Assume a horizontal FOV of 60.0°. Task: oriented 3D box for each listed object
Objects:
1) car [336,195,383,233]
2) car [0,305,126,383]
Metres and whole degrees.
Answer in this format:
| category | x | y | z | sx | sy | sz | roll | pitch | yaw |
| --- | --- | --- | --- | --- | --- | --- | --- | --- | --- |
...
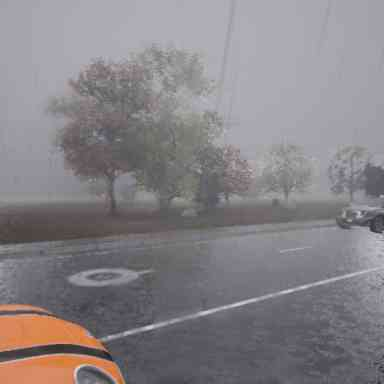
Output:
| category | x | y | z | sx | sy | sz | roll | pitch | yaw |
| --- | --- | --- | --- | --- | --- | --- | --- | --- | --- |
| car | 11.014 | 1.213 | 19.722 | 5.566 | 2.045 | 2.150 | 0 | 0 | -32 |
| car | -2.618 | 1.350 | 1.863 | 4.553 | 1.767 | 2.097 | 0 | 0 | -36 |
